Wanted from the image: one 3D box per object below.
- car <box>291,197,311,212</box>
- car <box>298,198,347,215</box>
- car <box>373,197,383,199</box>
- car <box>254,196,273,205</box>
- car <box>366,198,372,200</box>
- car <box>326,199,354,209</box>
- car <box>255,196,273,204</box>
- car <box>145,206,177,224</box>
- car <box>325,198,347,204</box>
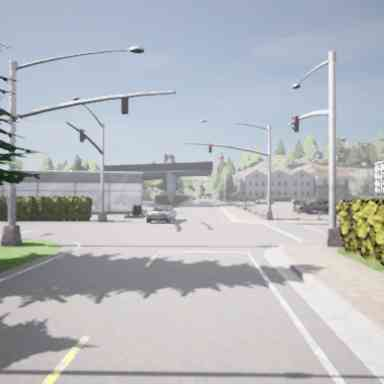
[{"bbox_3d":[14.582,1.728,39.608,5.027,1.636,2.152,0,-1,2],"label":"car"},{"bbox_3d":[14.512,1.707,36.471,4.514,1.523,2.007,0,-1,2],"label":"car"},{"bbox_3d":[41.589,1.879,69.734,5.027,1.636,2.152,0,-1,2],"label":"car"},{"bbox_3d":[15.866,2.081,73.839,3.806,1.475,1.970,0,-1,2],"label":"car"},{"bbox_3d":[41.516,2.018,76.158,3.806,1.475,1.970,0,-1,2],"label":"car"},{"bbox_3d":[22.712,1.839,51.145,3.633,1.501,1.845,0,-1,2],"label":"car"},{"bbox_3d":[16.607,1.829,77.140,3.866,1.878,1.905,0,-1,2],"label":"car"},{"bbox_3d":[-2.449,1.829,27.567,1.895,1.301,4.718,0,0,6],"label":"car"},{"bbox_3d":[34.615,2.109,80.092,4.514,1.523,2.007,0,-1,2],"label":"car"}]
